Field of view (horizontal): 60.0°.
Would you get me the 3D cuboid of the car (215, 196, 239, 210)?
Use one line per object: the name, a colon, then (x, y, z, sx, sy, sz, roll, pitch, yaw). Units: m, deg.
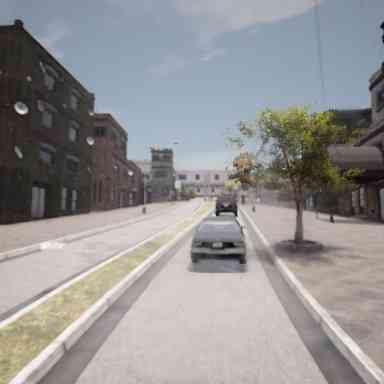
car: (3.492, 1.385, 33.604, 2.150, 2.045, 5.566, 0, 0, 7)

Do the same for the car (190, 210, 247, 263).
car: (1.016, 1.618, 12.273, 2.033, 1.411, 5.357, 0, 0, 6)
